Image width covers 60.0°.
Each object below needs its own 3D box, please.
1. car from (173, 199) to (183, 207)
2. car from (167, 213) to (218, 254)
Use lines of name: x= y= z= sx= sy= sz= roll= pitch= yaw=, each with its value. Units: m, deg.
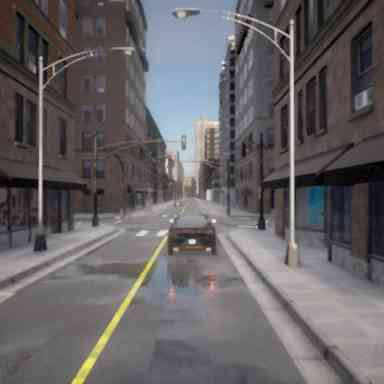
car: x=-2.753 y=2.238 z=66.705 sx=2.128 sy=1.511 sz=4.902 roll=0 pitch=-1 yaw=0
car: x=0.038 y=1.624 z=14.198 sx=1.882 sy=1.535 sz=5.008 roll=0 pitch=0 yaw=1
